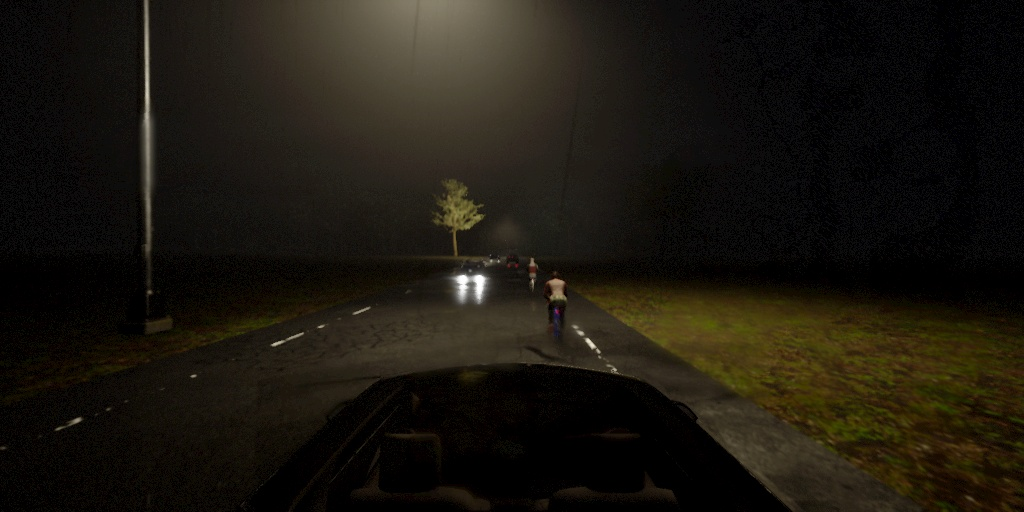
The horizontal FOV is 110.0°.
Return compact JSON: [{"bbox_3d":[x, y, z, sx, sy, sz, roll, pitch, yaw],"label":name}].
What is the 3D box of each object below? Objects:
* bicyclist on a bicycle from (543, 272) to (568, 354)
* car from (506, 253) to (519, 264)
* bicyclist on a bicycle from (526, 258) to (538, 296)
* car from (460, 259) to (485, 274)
[{"bbox_3d":[0.958,1.170,7.760,0.582,1.620,1.656,0,0,0],"label":"bicyclist on a bicycle"},{"bbox_3d":[0.082,0.408,56.911,2.128,1.511,4.902,0,1,0],"label":"car"},{"bbox_3d":[0.955,0.973,17.126,0.659,1.776,1.843,0,1,0],"label":"bicyclist on a bicycle"},{"bbox_3d":[-3.608,0.941,33.271,1.895,1.301,4.718,0,1,0],"label":"car"}]
